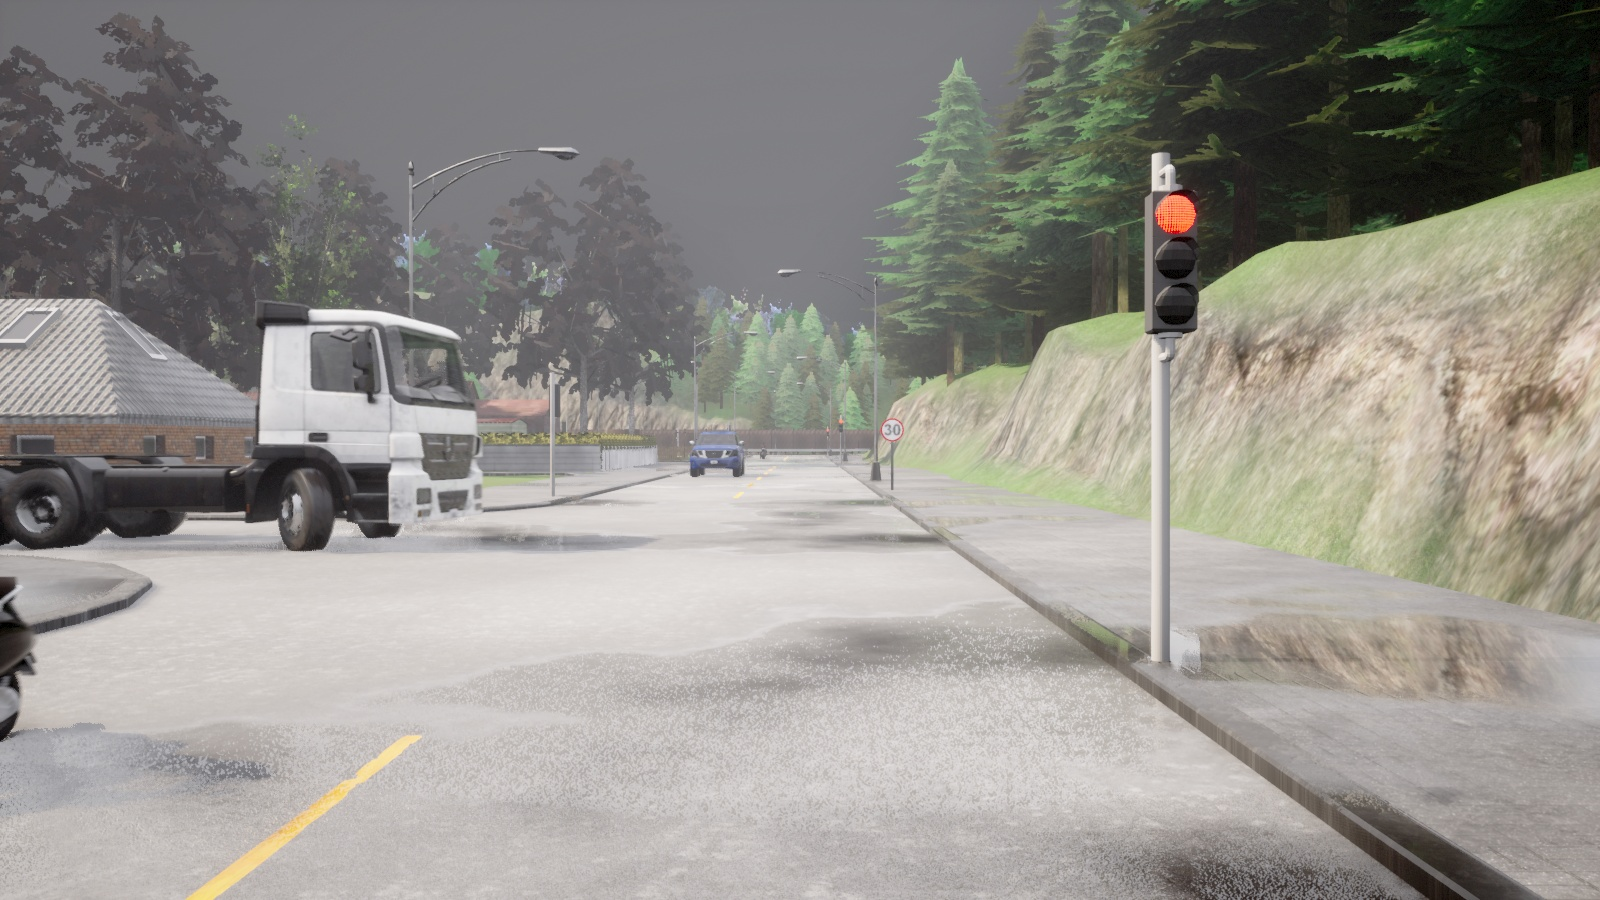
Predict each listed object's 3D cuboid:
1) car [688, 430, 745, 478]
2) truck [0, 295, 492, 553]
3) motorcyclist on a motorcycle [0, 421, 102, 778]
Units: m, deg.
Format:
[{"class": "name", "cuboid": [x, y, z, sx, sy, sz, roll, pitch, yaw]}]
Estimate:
[{"class": "car", "cuboid": [-3.667, 0.145, 56.317, 2.150, 2.045, 5.566, 0, 0, 0]}, {"class": "truck", "cuboid": [-8.943, -0.348, 18.730, 7.936, 3.462, 2.891, 0, 0, 7]}, {"class": "motorcyclist on a motorcycle", "cuboid": [-3.996, 0.666, 5.508, 0.866, 1.590, 1.817, 0, 0, -1]}]
